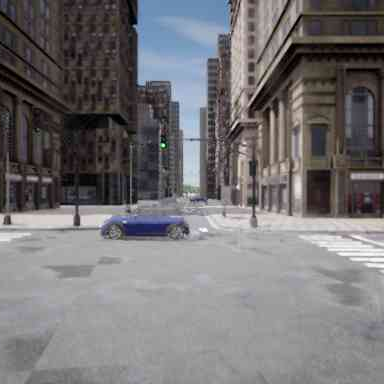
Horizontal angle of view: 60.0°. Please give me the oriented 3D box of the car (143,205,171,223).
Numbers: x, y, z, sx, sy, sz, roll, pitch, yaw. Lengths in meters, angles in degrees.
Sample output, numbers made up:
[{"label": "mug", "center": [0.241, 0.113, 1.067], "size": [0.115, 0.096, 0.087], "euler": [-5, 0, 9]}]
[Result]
[{"label": "car", "center": [-3.097, 1.937, 30.514], "size": [2.033, 1.411, 5.357], "euler": [0, -1, 0]}]

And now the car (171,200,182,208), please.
[{"label": "car", "center": [-2.954, 2.335, 63.372], "size": [1.812, 1.442, 4.674], "euler": [0, -1, 0]}]

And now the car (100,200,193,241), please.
[{"label": "car", "center": [-2.350, 1.495, 17.269], "size": [4.553, 1.767, 2.097], "euler": [0, 0, 0]}]

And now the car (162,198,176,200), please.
[{"label": "car", "center": [-3.070, 1.777, 43.949], "size": [2.150, 2.045, 5.566], "euler": [0, 0, 0]}]
